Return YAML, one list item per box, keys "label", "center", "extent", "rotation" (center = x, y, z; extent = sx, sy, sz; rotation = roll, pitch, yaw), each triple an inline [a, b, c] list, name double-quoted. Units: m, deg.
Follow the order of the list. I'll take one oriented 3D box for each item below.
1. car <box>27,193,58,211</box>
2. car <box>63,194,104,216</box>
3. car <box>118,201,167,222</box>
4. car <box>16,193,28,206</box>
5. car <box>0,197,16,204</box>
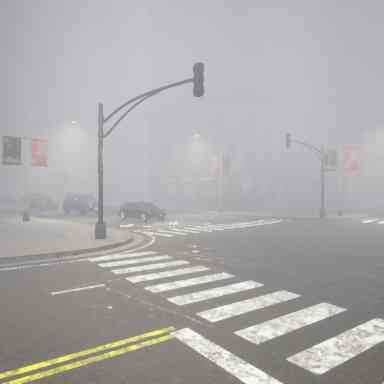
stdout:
- label: "car"
  center: [-18.120, 1.333, 40.576]
  extent: [2.097, 1.767, 4.553]
  rotation: [0, 0, -45]
- label: "car"
  center: [-11.022, 1.207, 33.463]
  extent: [2.150, 2.045, 5.566]
  rotation: [0, 0, -45]
- label: "car"
  center: [-4.004, 1.495, 26.439]
  extent: [1.837, 1.490, 4.892]
  rotation: [0, 0, -44]
- label: "car"
  center: [-25.455, 1.197, 52.783]
  extent: [2.150, 2.045, 5.566]
  rotation: [0, 0, -45]
- label: "car"
  center: [-33.655, 1.531, 60.987]
  extent: [1.994, 1.385, 4.181]
  rotation: [0, 0, -45]
